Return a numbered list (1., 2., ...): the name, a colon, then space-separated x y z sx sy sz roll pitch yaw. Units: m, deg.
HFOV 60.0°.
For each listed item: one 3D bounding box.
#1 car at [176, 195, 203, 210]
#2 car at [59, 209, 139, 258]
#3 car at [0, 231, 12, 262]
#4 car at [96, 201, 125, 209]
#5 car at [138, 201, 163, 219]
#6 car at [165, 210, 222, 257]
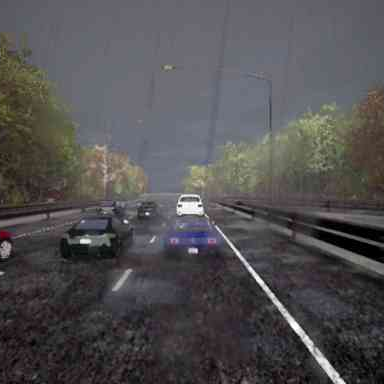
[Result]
1. car: -0.208 1.268 28.926 2.150 2.045 5.566 0 0 -1
2. car: -3.482 1.580 12.853 1.994 1.385 4.181 0 0 0
3. car: -6.955 1.490 9.177 1.882 1.535 5.008 0 0 0
4. car: -7.232 1.543 29.847 2.128 1.511 4.902 0 0 -1
5. car: -3.733 1.555 29.943 1.837 1.490 4.892 0 0 -1
6. car: 0.022 1.616 12.989 1.895 1.301 4.718 0 0 0
